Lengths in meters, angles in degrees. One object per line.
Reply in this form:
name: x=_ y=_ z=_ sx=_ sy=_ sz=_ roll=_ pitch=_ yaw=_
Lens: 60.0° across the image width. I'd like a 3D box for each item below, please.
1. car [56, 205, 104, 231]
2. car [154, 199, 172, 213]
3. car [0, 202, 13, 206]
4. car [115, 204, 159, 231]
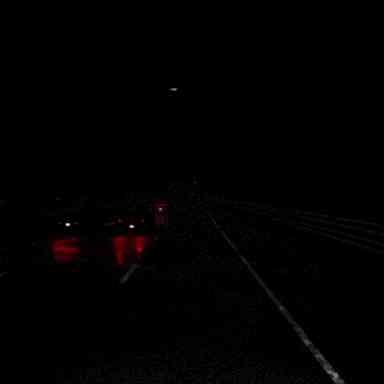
car: x=-6.924 y=1.574 z=20.942 sx=1.837 sy=1.490 sz=4.892 roll=0 pitch=0 yaw=0
car: x=-3.445 y=1.627 z=38.860 sx=1.837 sy=1.490 sz=4.892 roll=0 pitch=0 yaw=0
car: x=-17.597 y=1.628 z=30.173 sx=1.812 sy=1.442 sz=4.674 roll=0 pitch=0 yaw=0
car: x=-3.424 y=1.669 z=21.054 sx=1.895 sy=1.301 sz=4.718 roll=0 pitch=0 yaw=0
